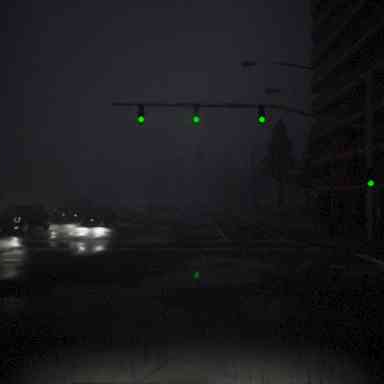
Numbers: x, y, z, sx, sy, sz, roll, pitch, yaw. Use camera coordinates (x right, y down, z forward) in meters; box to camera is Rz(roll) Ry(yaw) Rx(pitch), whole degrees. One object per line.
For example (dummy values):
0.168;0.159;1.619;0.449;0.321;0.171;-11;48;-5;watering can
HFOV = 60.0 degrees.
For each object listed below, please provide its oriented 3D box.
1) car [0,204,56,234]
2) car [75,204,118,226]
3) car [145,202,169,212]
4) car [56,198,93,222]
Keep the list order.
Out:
-10.574;1.569;20.527;2.097;1.767;4.553;0;-1;0;car
-7.045;1.833;25.477;1.994;1.385;4.181;0;-1;1;car
-5.067;2.086;47.628;1.895;1.301;4.718;0;0;-29;car
-10.556;1.539;30.117;2.150;2.045;5.566;0;-1;0;car
